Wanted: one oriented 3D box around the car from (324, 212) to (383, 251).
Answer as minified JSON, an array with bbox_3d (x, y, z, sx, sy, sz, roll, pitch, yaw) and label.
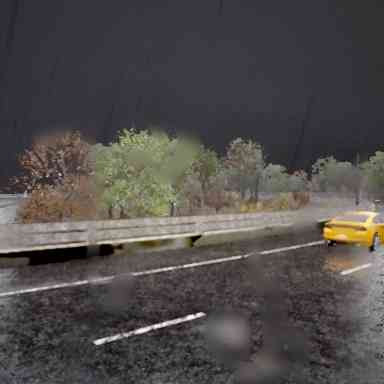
[{"bbox_3d":[7.787,1.626,15.010,5.008,1.535,1.882,0,0,-44],"label":"car"}]
